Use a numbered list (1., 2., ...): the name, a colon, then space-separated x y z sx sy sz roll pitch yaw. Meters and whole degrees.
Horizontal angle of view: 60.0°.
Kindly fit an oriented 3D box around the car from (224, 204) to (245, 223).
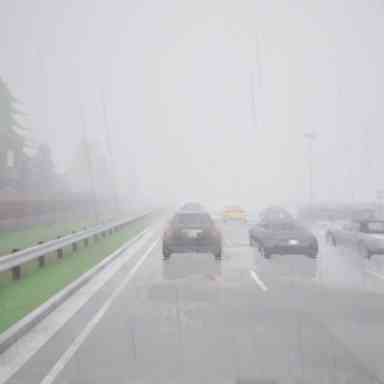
1. car: 3.528 1.796 29.232 1.882 1.535 5.008 0 0 1

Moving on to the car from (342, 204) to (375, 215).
1. car: 14.028 1.795 29.223 1.882 1.535 5.008 0 0 0

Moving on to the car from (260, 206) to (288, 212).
1. car: 7.024 1.874 28.446 1.994 1.385 4.181 0 -1 0

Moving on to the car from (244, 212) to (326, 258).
1. car: 3.518 1.712 13.463 1.994 1.385 4.181 0 -1 1

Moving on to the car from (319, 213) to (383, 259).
1. car: 7.016 1.746 13.234 1.895 1.301 4.718 0 -1 0

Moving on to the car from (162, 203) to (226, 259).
1. car: 0.020 1.498 13.409 2.097 1.767 4.553 0 -1 0

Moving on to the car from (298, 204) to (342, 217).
1. car: 10.521 1.803 28.485 2.128 1.511 4.902 0 0 0
